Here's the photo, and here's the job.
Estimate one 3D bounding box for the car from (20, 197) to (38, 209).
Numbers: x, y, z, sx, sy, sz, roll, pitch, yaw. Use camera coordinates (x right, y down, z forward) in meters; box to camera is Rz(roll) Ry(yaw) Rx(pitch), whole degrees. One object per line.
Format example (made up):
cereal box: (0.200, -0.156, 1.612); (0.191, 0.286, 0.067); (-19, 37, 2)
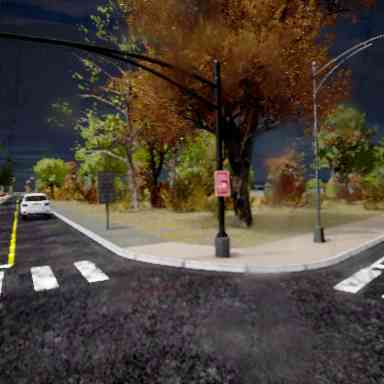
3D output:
car: (-22.840, 1.535, 46.565); (2.033, 1.411, 5.357); (-3, 1, -27)

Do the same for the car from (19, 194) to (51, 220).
car: (-13.540, 1.187, 28.758); (2.150, 2.045, 5.566); (-3, 1, -27)
